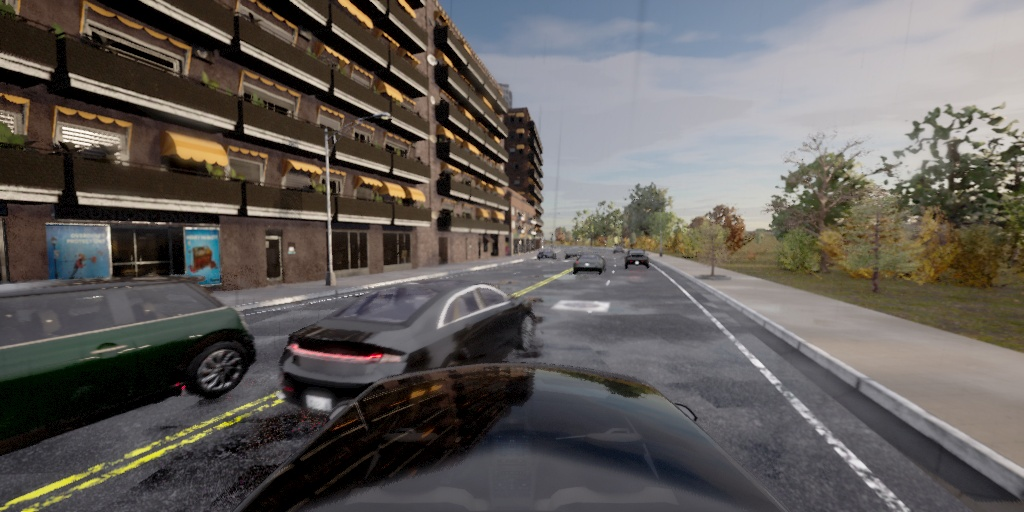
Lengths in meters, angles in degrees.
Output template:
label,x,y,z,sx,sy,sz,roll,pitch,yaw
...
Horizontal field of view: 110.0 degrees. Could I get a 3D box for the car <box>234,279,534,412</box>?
label,x,y,z,sx,sy,sz,roll,pitch,yaw
car,-1.051,1.116,5.730,2.128,1.511,4.902,0,2,20

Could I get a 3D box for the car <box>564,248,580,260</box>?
label,x,y,z,sx,sy,sz,roll,pitch,yaw
car,7.754,-0.289,45.109,1.837,1.490,4.892,0,1,15

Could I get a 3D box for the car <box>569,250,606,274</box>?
label,x,y,z,sx,sy,sz,roll,pitch,yaw
car,5.487,0.467,25.174,1.994,1.385,4.181,0,2,17

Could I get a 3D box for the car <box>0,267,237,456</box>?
label,x,y,z,sx,sy,sz,roll,pitch,yaw
car,-5.459,1.087,3.694,2.097,1.767,4.553,0,2,20

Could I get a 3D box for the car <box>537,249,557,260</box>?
label,x,y,z,sx,sy,sz,roll,pitch,yaw
car,4.398,-0.199,45.170,1.994,1.385,4.181,0,2,16

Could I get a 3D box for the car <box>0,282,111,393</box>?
label,x,y,z,sx,sy,sz,roll,pitch,yaw
car,-8.793,1.305,3.997,2.033,1.411,5.357,0,2,20

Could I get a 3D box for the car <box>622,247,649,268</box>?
label,x,y,z,sx,sy,sz,roll,pitch,yaw
car,10.527,0.177,30.484,1.837,1.490,4.892,0,2,17
